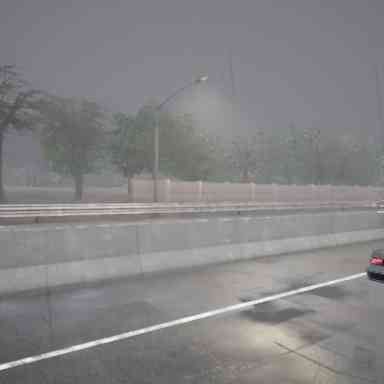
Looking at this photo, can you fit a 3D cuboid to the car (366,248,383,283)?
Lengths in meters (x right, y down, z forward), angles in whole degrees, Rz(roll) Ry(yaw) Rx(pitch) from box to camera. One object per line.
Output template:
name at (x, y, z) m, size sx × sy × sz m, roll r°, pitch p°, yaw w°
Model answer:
car at (6.608, 1.660, 8.532) m, size 5.357 × 1.411 × 2.033 m, roll 1°, pitch 0°, yaw -35°
